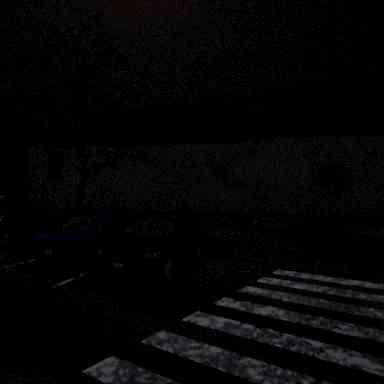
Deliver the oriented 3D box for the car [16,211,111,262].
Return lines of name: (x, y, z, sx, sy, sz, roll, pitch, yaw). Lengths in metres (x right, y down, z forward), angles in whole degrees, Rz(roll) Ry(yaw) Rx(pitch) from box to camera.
car: (-3.431, 1.497, 11.937, 2.097, 1.535, 5.008, 0, -1, 16)

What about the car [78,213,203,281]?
car: (-1.021, 1.485, 10.213, 2.097, 1.535, 5.008, 0, -1, 16)

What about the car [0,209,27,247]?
car: (-8.229, 1.532, 15.392, 2.231, 1.521, 4.892, 0, -1, 17)
